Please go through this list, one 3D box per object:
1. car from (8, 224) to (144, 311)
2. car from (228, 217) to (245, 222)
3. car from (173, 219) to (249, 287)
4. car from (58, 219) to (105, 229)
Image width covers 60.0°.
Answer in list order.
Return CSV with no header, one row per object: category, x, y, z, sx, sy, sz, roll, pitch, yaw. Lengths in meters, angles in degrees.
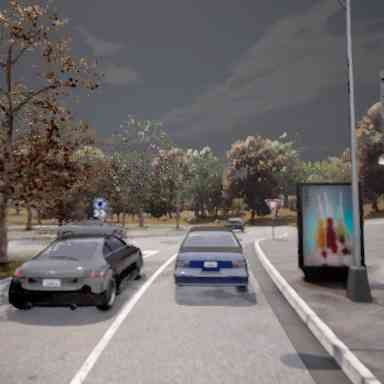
car,-2.455,1.687,8.067,1.994,1.385,4.181,0,-2,3
car,4.535,3.433,35.143,1.837,1.490,4.892,0,-4,9
car,0.556,1.719,9.731,2.033,1.411,5.357,0,-2,3
car,-6.127,2.362,20.541,4.181,1.385,1.994,2,-4,-19
